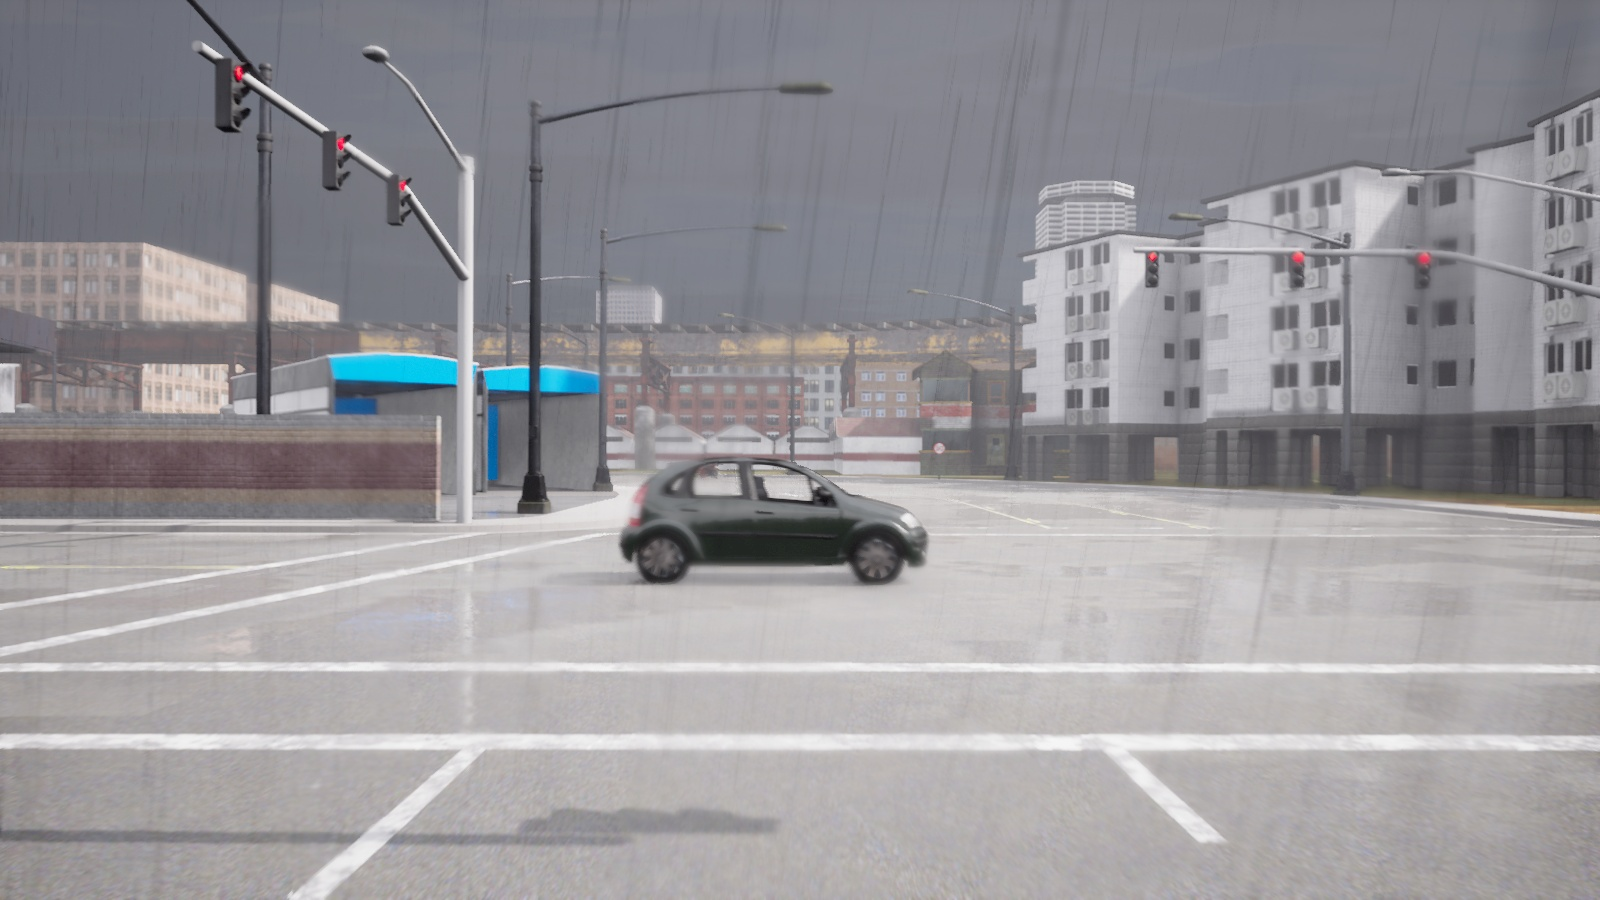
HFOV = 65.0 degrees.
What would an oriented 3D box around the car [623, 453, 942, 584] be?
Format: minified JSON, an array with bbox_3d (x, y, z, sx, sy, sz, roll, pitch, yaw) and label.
[{"bbox_3d":[-0.232,0.861,16.638,3.988,1.617,1.851,0,0,-1],"label":"car"}]
